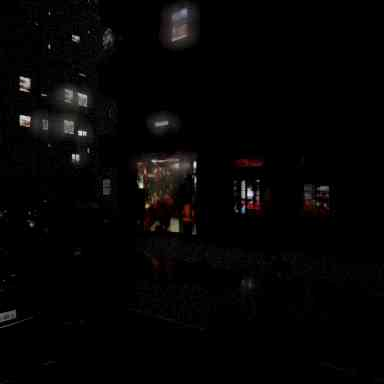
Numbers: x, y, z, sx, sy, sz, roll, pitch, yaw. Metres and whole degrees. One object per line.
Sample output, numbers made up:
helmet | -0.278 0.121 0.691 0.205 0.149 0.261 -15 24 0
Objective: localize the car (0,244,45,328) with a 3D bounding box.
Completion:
car | -4.430 1.551 6.047 4.403 1.369 2.008 0 0 36

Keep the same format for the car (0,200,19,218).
car | -13.963 1.350 26.072 2.008 1.369 4.403 1 1 35

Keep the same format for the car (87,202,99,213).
car | -10.867 1.250 30.492 1.752 1.417 4.829 1 1 35

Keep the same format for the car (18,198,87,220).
car | -10.811 1.338 26.077 1.994 1.385 4.181 0 1 35
